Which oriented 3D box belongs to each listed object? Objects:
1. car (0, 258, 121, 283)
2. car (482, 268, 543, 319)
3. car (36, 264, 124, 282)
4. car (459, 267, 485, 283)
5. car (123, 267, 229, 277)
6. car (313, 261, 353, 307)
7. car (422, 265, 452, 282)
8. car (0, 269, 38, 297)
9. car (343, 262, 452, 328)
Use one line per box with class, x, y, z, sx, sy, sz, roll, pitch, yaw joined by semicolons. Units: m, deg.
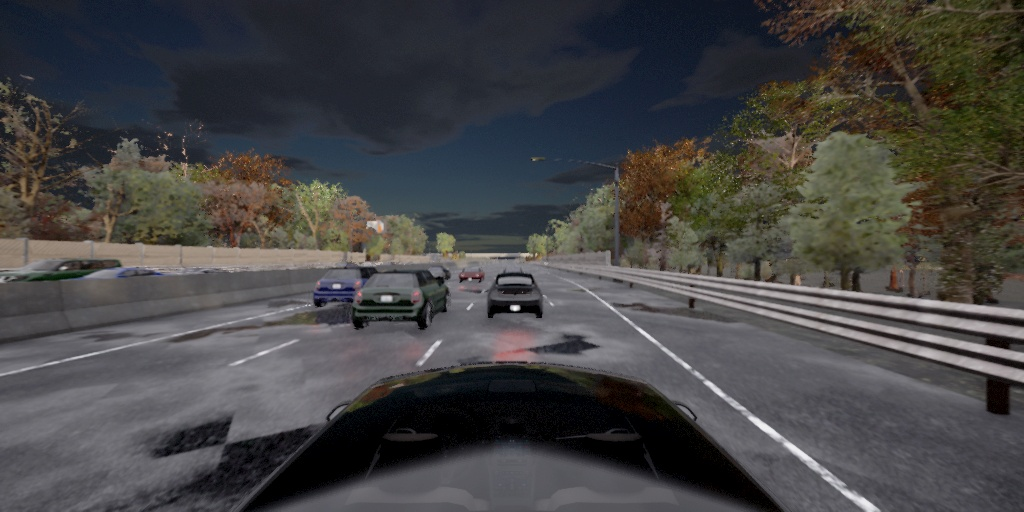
car;-24.604;1.132;19.620;2.150;2.045;5.566;0;-1;0
car;0.096;1.358;13.302;1.837;1.490;4.892;0;-1;0
car;-21.104;1.385;19.194;1.882;1.535;5.008;0;-1;0
car;-3.408;1.625;31.323;1.895;1.301;4.718;0;-1;0
car;-17.603;1.404;19.793;2.128;1.511;4.902;0;-1;0
car;-6.905;1.233;16.264;2.097;1.767;4.553;0;-1;0
car;-6.908;1.609;33.430;1.994;1.385;4.181;0;-1;0
car;-27.630;1.420;17.891;1.812;1.442;4.674;0;-1;-2
car;-3.404;1.193;11.865;2.097;1.767;4.553;0;-1;0
